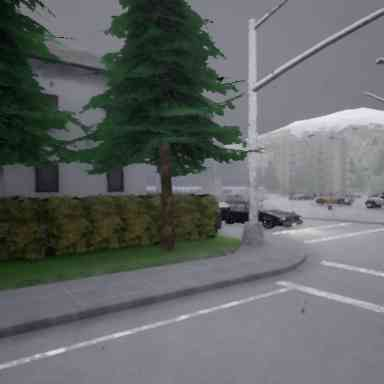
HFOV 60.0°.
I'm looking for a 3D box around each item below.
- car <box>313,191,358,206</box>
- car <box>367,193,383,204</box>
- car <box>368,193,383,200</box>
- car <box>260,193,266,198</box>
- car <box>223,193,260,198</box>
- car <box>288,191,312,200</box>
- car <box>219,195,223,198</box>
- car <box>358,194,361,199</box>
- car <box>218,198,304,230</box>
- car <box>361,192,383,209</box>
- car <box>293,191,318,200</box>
[{"bbox_3d":[18.432,0.854,43.009,1.932,1.855,4.605,0,0,-36],"label":"car"},{"bbox_3d":[28.948,0.979,49.726,2.007,1.523,4.514,0,0,-36],"label":"car"},{"bbox_3d":[40.360,0.931,71.475,1.970,1.475,3.806,0,0,-36],"label":"car"},{"bbox_3d":[10.799,0.891,58.940,2.152,1.636,5.027,0,0,-36],"label":"car"},{"bbox_3d":[6.945,1.097,47.062,2.007,1.523,4.514,0,0,-36],"label":"car"},{"bbox_3d":[21.170,0.737,66.430,1.905,1.878,3.866,0,0,-36],"label":"car"},{"bbox_3d":[5.786,1.009,54.920,1.970,1.475,3.806,0,0,-36],"label":"car"},{"bbox_3d":[38.431,0.903,79.236,1.845,1.501,3.633,0,0,-36],"label":"car"},{"bbox_3d":[3.685,1.270,19.159,2.033,1.411,5.357,0,0,-36],"label":"car"},{"bbox_3d":[20.374,0.853,34.706,1.905,1.878,3.866,0,0,-36],"label":"car"},{"bbox_3d":[23.285,0.740,68.466,1.932,1.855,4.605,0,0,-36],"label":"car"}]
